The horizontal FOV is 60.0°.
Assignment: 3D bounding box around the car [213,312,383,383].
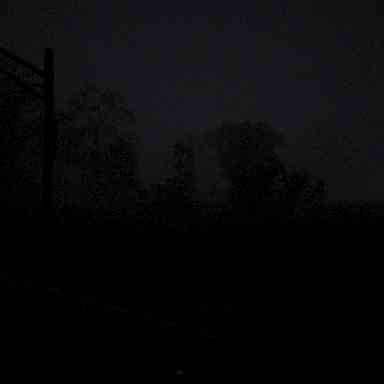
[{"bbox_3d":[2.330,1.315,1.203,5.009,1.841,2.192,0,1,36],"label":"car"}]
